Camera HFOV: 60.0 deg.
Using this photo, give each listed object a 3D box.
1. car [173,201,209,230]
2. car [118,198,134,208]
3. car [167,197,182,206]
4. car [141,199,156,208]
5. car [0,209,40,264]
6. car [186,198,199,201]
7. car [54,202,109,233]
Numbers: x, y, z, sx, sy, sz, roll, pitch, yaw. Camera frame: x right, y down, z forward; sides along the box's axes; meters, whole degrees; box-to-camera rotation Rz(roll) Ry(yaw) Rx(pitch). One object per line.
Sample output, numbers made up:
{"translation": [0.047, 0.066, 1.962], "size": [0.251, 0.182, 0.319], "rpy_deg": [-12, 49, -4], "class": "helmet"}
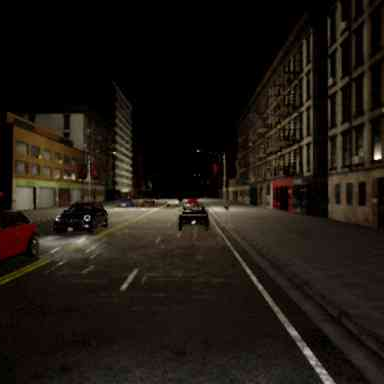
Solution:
{"translation": [0.100, 1.553, 21.607], "size": [2.128, 1.511, 4.902], "rpy_deg": [0, 0, 0], "class": "car"}
{"translation": [-9.815, 1.666, 49.903], "size": [1.812, 1.442, 4.674], "rpy_deg": [0, 0, 0], "class": "car"}
{"translation": [-3.144, 1.761, 56.976], "size": [1.895, 1.301, 4.718], "rpy_deg": [0, 0, 0], "class": "car"}
{"translation": [-6.562, 1.706, 50.542], "size": [1.994, 1.385, 4.181], "rpy_deg": [0, 0, 0], "class": "car"}
{"translation": [-6.509, 1.381, 10.023], "size": [2.097, 1.767, 4.553], "rpy_deg": [0, 0, 0], "class": "car"}
{"translation": [0.106, 1.669, 50.831], "size": [1.812, 1.442, 4.674], "rpy_deg": [0, 0, 0], "class": "car"}
{"translation": [-6.498, 1.409, 19.991], "size": [2.097, 1.767, 4.553], "rpy_deg": [0, 0, 0], "class": "car"}
